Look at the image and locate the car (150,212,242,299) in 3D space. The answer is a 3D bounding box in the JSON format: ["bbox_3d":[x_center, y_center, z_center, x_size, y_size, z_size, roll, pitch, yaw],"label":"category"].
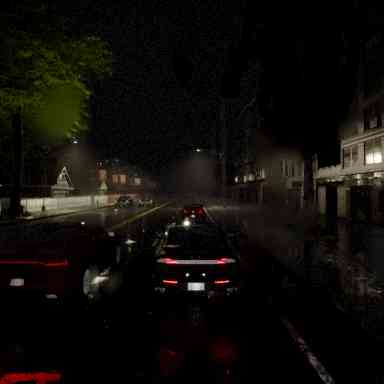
[{"bbox_3d":[0.091,1.491,8.432,2.128,1.511,4.902,0,0,0],"label":"car"}]

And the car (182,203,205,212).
[{"bbox_3d":[0.088,1.596,28.381,1.895,1.301,4.718,0,0,0],"label":"car"}]

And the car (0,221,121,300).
[{"bbox_3d":[-3.154,1.477,8.473,1.882,1.535,5.008,0,0,0],"label":"car"}]

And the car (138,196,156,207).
[{"bbox_3d":[-6.521,1.336,48.764,2.097,1.767,4.553,0,0,0],"label":"car"}]

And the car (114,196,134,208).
[{"bbox_3d":[-9.779,1.323,47.987,2.097,1.767,4.553,0,0,0],"label":"car"}]
